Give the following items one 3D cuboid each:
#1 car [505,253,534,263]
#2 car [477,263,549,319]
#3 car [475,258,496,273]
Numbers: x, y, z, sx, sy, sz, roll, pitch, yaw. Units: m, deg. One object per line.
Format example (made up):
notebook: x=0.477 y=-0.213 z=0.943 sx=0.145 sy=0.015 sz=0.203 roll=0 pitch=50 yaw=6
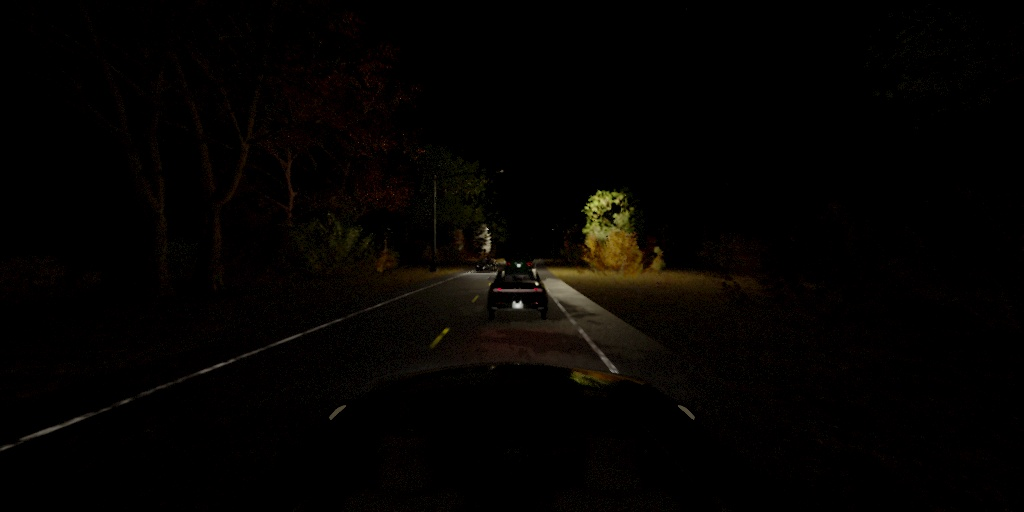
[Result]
car: x=0.587 y=0.764 z=29.114 sx=2.150 sy=2.045 sz=5.566 roll=0 pitch=0 yaw=2
car: x=0.193 y=1.162 z=12.470 sx=2.128 sy=1.511 sz=4.902 roll=0 pitch=0 yaw=1
car: x=-2.722 y=0.969 z=38.404 sx=1.837 sy=1.490 sz=4.892 roll=0 pitch=0 yaw=3
